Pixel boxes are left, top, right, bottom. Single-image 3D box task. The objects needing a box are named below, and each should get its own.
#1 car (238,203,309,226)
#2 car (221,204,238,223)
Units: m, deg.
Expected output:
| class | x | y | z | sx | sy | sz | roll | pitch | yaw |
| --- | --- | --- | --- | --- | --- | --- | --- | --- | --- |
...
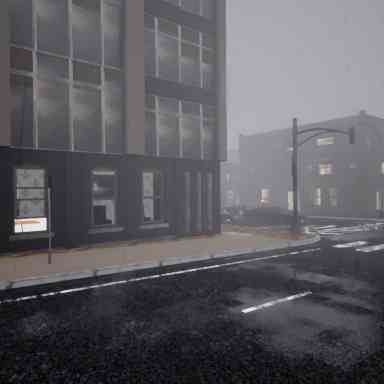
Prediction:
| class | x | y | z | sx | sy | sz | roll | pitch | yaw |
| --- | --- | --- | --- | --- | --- | --- | --- | --- | --- |
| car | 6.500 | 1.819 | 26.517 | 2.033 | 1.411 | 5.357 | -1 | 0 | -36 |
| car | 1.619 | 1.935 | 28.506 | 1.947 | 1.339 | 4.313 | -2 | 0 | -37 |
